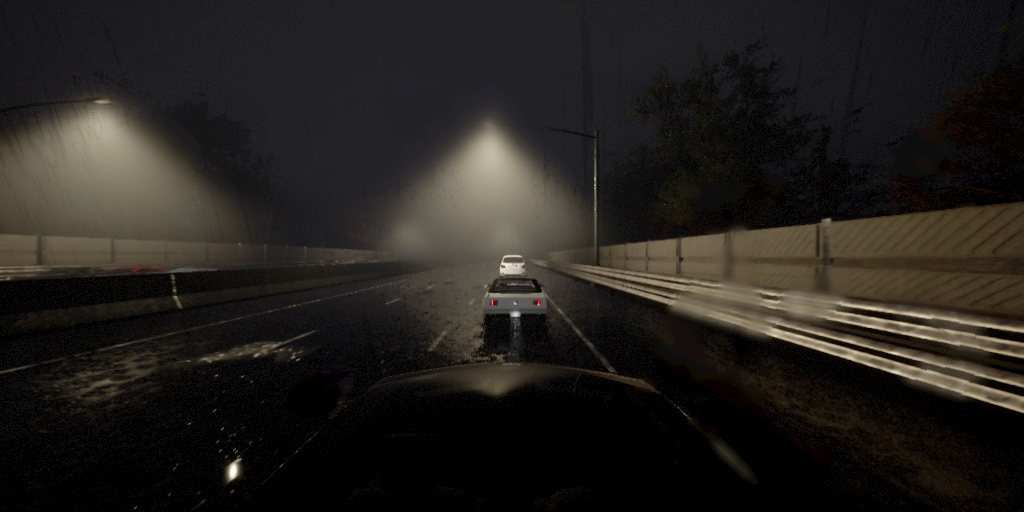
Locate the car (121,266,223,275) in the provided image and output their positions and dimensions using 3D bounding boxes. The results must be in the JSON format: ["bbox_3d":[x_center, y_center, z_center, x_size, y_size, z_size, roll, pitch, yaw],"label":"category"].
[{"bbox_3d":[-17.501,1.305,19.782,2.033,1.411,5.357,0,0,0],"label":"car"}]

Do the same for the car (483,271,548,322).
[{"bbox_3d":[0.100,1.354,12.324,1.895,1.301,4.718,0,0,0],"label":"car"}]

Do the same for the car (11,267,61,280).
[{"bbox_3d":[-24.500,1.312,19.902,1.812,1.442,4.674,0,0,0],"label":"car"}]

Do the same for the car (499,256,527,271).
[{"bbox_3d":[0.100,0.985,30.557,2.150,2.045,5.566,0,0,0],"label":"car"}]

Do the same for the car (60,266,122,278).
[{"bbox_3d":[-21.001,1.291,19.816,1.812,1.442,4.674,0,0,0],"label":"car"}]
